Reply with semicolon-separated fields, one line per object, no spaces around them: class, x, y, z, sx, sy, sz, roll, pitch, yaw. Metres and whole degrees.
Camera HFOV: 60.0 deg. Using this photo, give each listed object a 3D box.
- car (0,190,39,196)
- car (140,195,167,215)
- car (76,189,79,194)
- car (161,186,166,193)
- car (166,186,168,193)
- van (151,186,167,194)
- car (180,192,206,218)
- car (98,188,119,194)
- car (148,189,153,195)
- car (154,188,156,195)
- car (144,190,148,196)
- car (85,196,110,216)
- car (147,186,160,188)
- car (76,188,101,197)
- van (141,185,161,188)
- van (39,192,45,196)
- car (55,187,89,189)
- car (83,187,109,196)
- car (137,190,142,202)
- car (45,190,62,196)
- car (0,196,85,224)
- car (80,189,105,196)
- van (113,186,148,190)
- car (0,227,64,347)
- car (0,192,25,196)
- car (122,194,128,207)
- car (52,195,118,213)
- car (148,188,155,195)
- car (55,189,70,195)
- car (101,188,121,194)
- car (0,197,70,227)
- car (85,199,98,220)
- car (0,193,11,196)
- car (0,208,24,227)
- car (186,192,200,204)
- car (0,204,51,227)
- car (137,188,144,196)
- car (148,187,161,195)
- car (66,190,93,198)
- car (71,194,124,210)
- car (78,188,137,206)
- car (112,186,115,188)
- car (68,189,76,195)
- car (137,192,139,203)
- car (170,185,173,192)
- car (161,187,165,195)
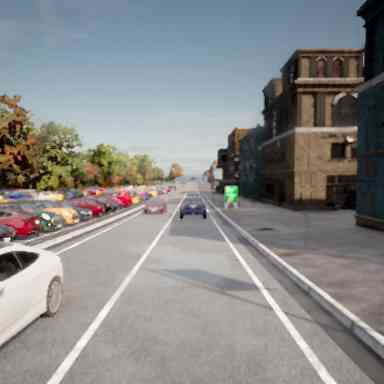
car;-22.642;0.768;41.311;5.566;2.045;2.435;0;2;1
car;-3.342;1.271;31.000;1.812;1.442;4.674;0;1;0
car;-22.552;0.602;58.020;4.792;1.488;2.163;0;2;1
car;-9.216;-0.166;80.188;4.553;1.767;2.185;0;2;1
car;-9.229;-0.120;82.975;4.892;1.521;2.231;0;2;1
van;-9.032;-0.587;91.313;4.442;1.987;1.878;0;2;1
car;0.095;1.152;28.064;2.097;1.767;4.553;0;1;0
car;-22.223;-0.259;88.643;4.792;1.488;2.163;0;2;1
car;-9.473;0.654;55.152;5.008;1.535;2.097;0;2;1
car;-9.421;0.543;60.718;4.674;1.452;2.002;0;2;1
car;-9.523;0.805;49.588;4.892;1.521;2.231;0;2;1
car;-9.707;1.358;27.317;5.008;1.535;2.097;0;1;0
car;-9.339;0.224;66.278;4.553;1.767;2.185;0;2;1
car;-22.368;0.063;71.936;4.553;1.767;2.185;0;2;1
van;-9.228;0.049;68.993;4.442;1.987;1.878;0;2;0
van;-22.529;0.720;44.095;4.442;1.987;1.878;0;2;0
car;-22.470;0.245;60.799;5.566;2.045;2.435;0;2;1
car;-22.323;-0.220;77.502;5.566;2.045;2.435;0;2;0
car;-9.752;0.949;44.025;5.366;1.575;1.946;0;2;1
car;-22.599;0.837;49.671;4.674;1.452;2.002;0;2;1
car;-9.794;1.315;21.740;4.553;1.767;2.185;0;1;1
car;-22.380;0.109;74.723;5.008;1.535;2.097;0;2;1
van;-9.609;0.503;52.365;4.442;1.987;1.878;0;2;1
car;-3.352;1.516;4.687;1.812;1.442;4.674;0;0;0
car;-22.880;1.091;38.536;5.366;1.575;1.946;0;2;1
car;-9.637;1.214;35.678;4.674;1.452;2.002;0;2;1
car;-9.684;1.305;30.106;5.008;1.535;2.097;0;1;1
car;-9.438;0.578;57.934;5.008;1.535;2.097;0;2;1
car;-22.578;0.722;52.454;5.008;1.535;2.097;0;2;1
car;-22.234;-0.369;91.428;5.008;1.535;2.097;0;2;1
car;-9.818;1.344;18.960;4.553;1.767;2.185;0;1;1
car;-9.741;1.444;24.529;4.674;1.452;2.002;0;1;1
car;-22.715;1.171;35.627;5.008;1.535;2.097;0;1;1
car;-9.807;1.529;13.386;4.792;1.488;2.163;0;0;1
car;0.128;0.822;48.368;1.837;1.490;4.892;0;2;0
car;-9.841;1.519;16.174;4.792;1.488;2.163;0;0;1
car;-9.511;0.756;46.677;4.553;1.767;2.185;0;2;1
car;-9.209;0.423;63.498;5.366;1.575;1.946;0;2;1
car;-22.452;0.383;66.374;4.674;1.452;2.002;0;2;1
car;-9.635;1.273;32.893;4.792;1.488;2.163;0;1;1
car;-9.644;0.849;38.453;5.566;2.045;2.435;0;2;1
car;-22.333;-0.253;83.073;4.553;1.767;2.185;0;2;1
car;-22.554;0.648;55.238;4.892;1.521;2.231;0;2;0
car;-9.585;1.026;41.241;5.008;1.535;2.097;0;2;1
car;-9.096;-0.694;94.095;5.566;2.045;2.435;0;2;1
car;-9.274;0.078;77.411;4.674;1.452;2.002;0;2;1
